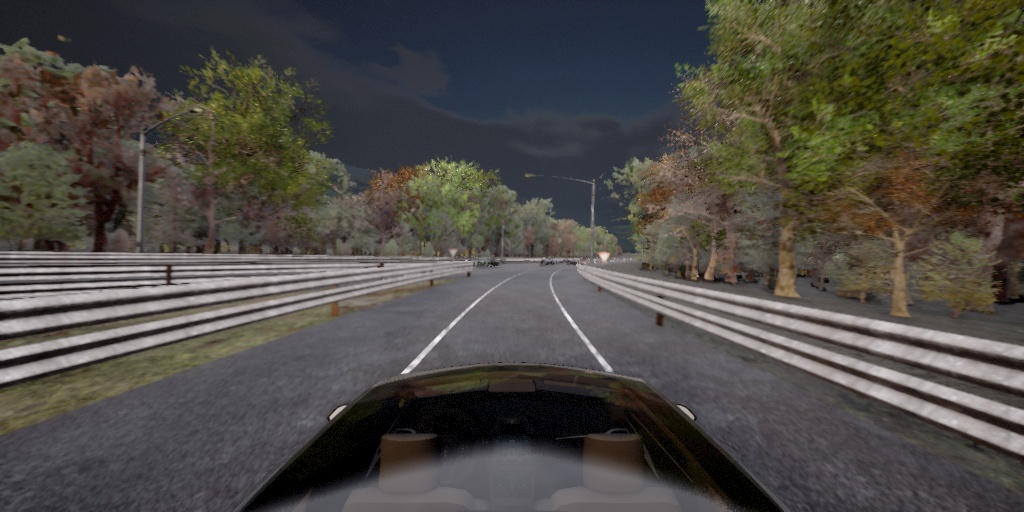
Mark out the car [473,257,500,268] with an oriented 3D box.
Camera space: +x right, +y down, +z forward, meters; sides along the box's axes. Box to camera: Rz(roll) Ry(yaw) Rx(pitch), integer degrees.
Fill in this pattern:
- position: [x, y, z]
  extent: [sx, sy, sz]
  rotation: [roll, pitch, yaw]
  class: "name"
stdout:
- position: [-3.526, 0.883, 55.244]
  extent: [2.097, 1.767, 4.553]
  rotation: [2, 0, 24]
  class: "car"
